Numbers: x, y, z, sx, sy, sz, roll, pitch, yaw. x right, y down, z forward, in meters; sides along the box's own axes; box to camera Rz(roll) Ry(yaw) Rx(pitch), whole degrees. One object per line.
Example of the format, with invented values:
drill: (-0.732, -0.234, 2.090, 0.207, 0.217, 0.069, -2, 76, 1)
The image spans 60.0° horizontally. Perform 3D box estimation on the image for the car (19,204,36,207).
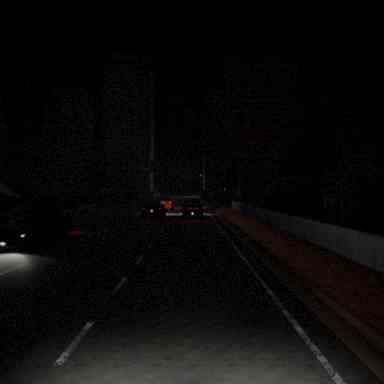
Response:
car: (-10.546, 1.540, 21.308, 1.812, 1.442, 4.674, 0, 0, 0)

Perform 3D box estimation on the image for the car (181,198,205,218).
car: (0.066, 1.526, 29.936, 1.837, 1.490, 4.892, 0, 0, 0)

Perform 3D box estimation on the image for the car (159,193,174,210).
car: (-3.411, 1.380, 42.681, 2.097, 1.767, 4.553, 0, 0, 0)

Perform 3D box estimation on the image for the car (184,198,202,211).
car: (0.216, 1.520, 42.741, 2.128, 1.511, 4.902, 0, 0, 3)

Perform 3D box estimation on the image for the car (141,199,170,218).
car: (-3.435, 1.585, 30.417, 1.994, 1.385, 4.181, 0, 0, 1)

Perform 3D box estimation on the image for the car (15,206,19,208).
car: (-10.495, 1.574, 15.934, 1.994, 1.385, 4.181, 0, 0, 0)

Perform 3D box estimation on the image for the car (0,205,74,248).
car: (-7.080, 1.557, 15.112, 2.033, 1.411, 5.357, 0, 0, 0)
